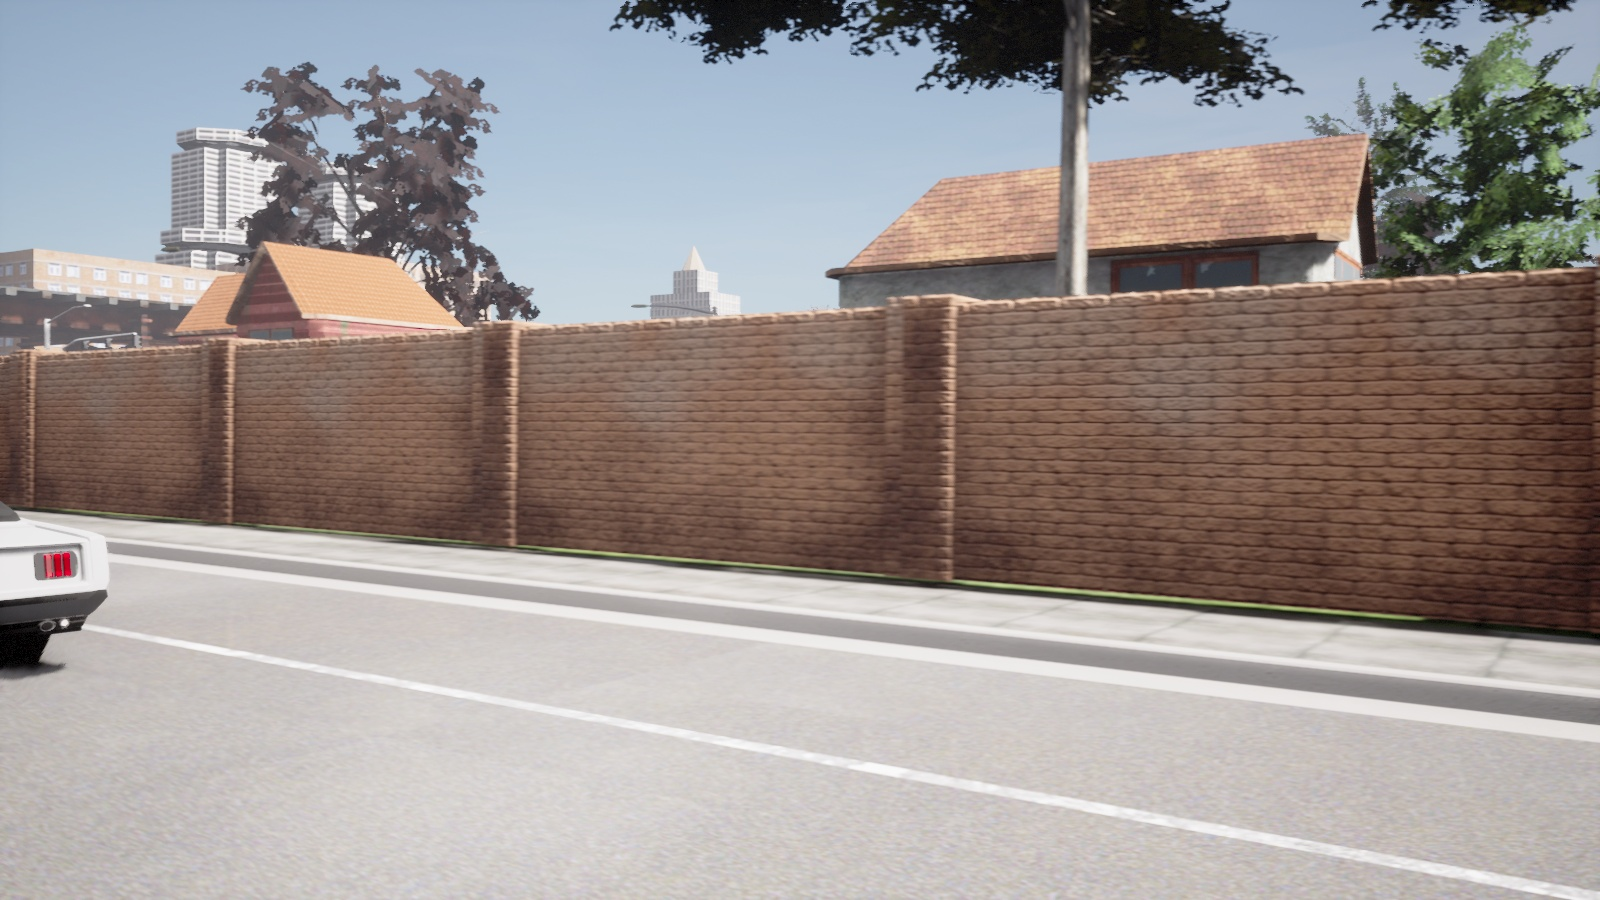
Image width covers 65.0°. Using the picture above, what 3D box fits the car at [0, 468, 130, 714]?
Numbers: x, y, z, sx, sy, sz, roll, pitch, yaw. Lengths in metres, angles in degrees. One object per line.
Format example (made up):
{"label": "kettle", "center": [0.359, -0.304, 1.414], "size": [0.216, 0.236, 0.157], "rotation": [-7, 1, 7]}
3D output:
{"label": "car", "center": [-6.439, 0.782, 7.904], "size": [4.718, 1.301, 1.895], "rotation": [0, 1, 34]}
